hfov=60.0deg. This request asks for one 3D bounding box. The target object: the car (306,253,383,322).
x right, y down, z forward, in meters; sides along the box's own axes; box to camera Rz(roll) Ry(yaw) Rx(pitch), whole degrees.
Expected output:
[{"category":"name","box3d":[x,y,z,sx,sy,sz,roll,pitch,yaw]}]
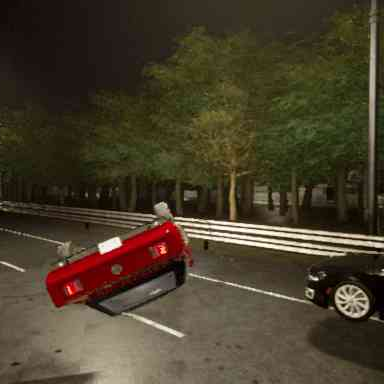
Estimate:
[{"category":"car","box3d":[4.379,1.490,5.380,4.892,1.490,1.837,0,0,37]}]
